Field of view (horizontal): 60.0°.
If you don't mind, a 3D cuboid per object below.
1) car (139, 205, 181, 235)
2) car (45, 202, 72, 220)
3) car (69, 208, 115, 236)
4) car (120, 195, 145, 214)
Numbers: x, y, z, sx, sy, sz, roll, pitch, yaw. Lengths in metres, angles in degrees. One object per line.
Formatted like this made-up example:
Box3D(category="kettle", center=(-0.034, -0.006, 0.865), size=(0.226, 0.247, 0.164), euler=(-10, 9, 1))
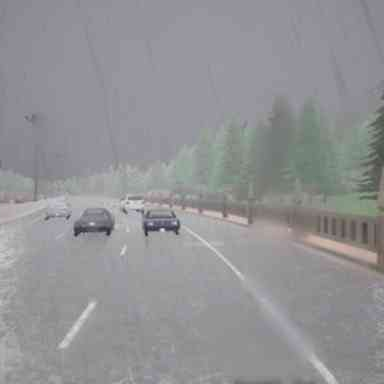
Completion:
Box3D(category="car", center=(-1.885, 1.637, 19.023), size=(1.895, 1.301, 4.718), euler=(0, 0, -10))
Box3D(category="car", center=(-11.592, 1.615, 29.130), size=(1.812, 1.442, 4.674), euler=(0, 0, -17))
Box3D(category="car", center=(-5.509, 1.615, 19.116), size=(1.994, 1.385, 4.181), euler=(0, 0, -10))
Box3D(category="car", center=(-6.632, 1.304, 36.872), size=(2.150, 2.045, 5.566), euler=(0, 0, -18))
